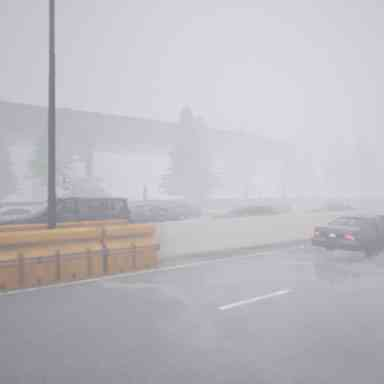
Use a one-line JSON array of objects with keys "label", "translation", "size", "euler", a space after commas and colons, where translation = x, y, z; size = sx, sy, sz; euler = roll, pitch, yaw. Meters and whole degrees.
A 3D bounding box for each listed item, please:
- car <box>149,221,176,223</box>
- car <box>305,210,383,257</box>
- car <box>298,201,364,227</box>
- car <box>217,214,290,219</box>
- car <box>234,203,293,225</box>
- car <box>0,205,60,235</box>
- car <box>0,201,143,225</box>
[{"label": "car", "translation": [-2.791, 1.491, 19.075], "size": [4.902, 1.511, 2.128], "euler": [0, 0, -36]}, {"label": "car", "translation": [6.892, 1.548, 12.962], "size": [5.357, 1.411, 2.033], "euler": [0, 0, -36]}, {"label": "car", "translation": [10.080, 1.499, 23.958], "size": [4.902, 1.511, 2.128], "euler": [0, 0, -36]}, {"label": "car", "translation": [3.195, 1.506, 19.048], "size": [4.892, 1.490, 1.837], "euler": [0, 0, -35]}, {"label": "car", "translation": [5.381, 1.564, 24.906], "size": [4.181, 1.385, 1.994], "euler": [0, 0, -36]}, {"label": "car", "translation": [-9.953, 1.525, 18.291], "size": [4.674, 1.442, 1.812], "euler": [0, 0, -35]}, {"label": "car", "translation": [-4.988, 1.221, 13.242], "size": [5.566, 2.045, 2.150], "euler": [0, 0, -35]}]
